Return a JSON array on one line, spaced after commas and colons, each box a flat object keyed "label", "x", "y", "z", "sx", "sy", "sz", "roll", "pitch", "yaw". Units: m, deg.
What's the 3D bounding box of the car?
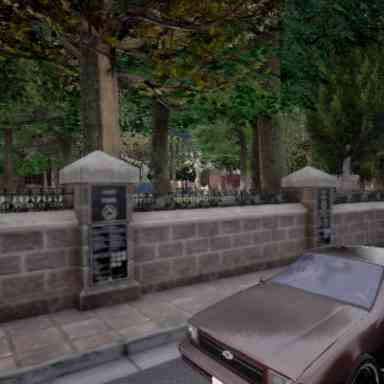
[{"label": "car", "x": 2.462, "y": 1.542, "z": 4.826, "sx": 5.357, "sy": 1.411, "sz": 2.033, "roll": 0, "pitch": 0, "yaw": -35}]
